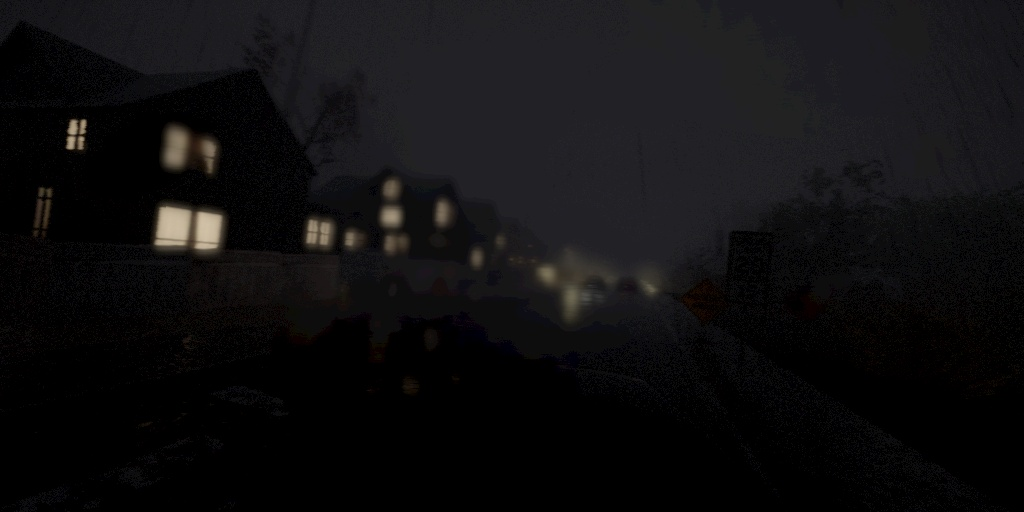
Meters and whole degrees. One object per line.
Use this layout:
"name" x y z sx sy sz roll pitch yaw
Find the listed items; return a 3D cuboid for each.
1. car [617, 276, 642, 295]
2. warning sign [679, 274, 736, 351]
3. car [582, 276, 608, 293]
"car" 11.591 2.941 35.649 1.882 1.535 5.008 5 -1 19
"warning sign" 5.257 1.522 9.921 1.300 1.860 1.060 0 0 19
"car" 7.832 2.623 33.540 1.994 1.385 4.181 5 -1 20
